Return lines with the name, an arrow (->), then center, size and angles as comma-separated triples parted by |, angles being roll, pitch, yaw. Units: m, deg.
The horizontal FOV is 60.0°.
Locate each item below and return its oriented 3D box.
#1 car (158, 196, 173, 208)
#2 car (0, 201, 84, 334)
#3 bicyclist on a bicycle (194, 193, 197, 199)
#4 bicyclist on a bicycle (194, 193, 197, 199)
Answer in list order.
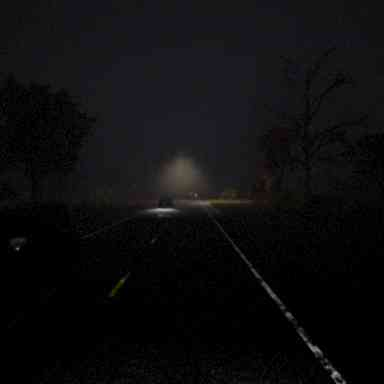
car -> -3.576, 1.369, 45.626 | 2.128, 1.511, 4.902 | 0, 0, 0
car -> -3.597, 1.210, 5.590 | 2.150, 2.045, 5.566 | 0, 0, 0
bicyclist on a bicycle -> 0.962, 1.132, 88.190 | 0.866, 1.612, 1.509 | 0, 0, 0
bicyclist on a bicycle -> 0.960, 1.178, 79.051 | 0.866, 1.612, 1.509 | 0, 0, 0
